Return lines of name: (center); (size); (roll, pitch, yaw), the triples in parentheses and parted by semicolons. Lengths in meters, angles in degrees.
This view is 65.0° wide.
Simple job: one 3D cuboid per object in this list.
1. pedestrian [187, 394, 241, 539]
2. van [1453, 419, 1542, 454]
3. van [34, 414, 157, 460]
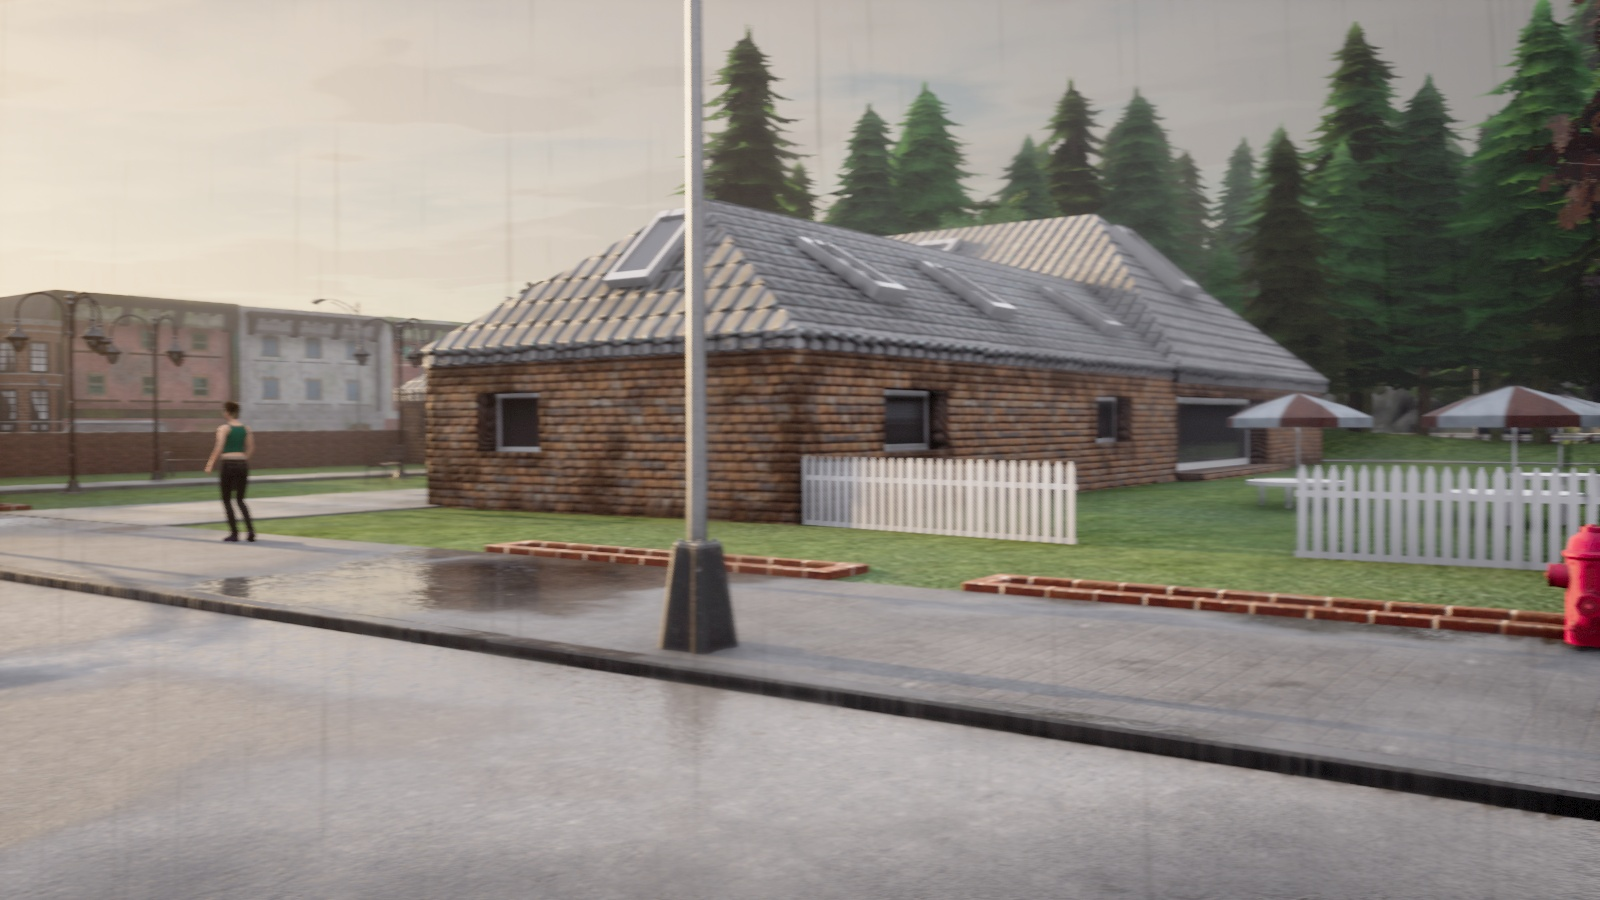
pedestrian: (-7.519, 0.203, 16.113); (0.594, 1.836, 0.345); (1, 1, 32)
van: (41.953, -0.831, 75.580); (4.480, 2.038, 2.069); (1, 2, 35)
van: (-31.579, -0.594, 56.411); (1.775, 1.987, 4.442); (1, 1, 35)
